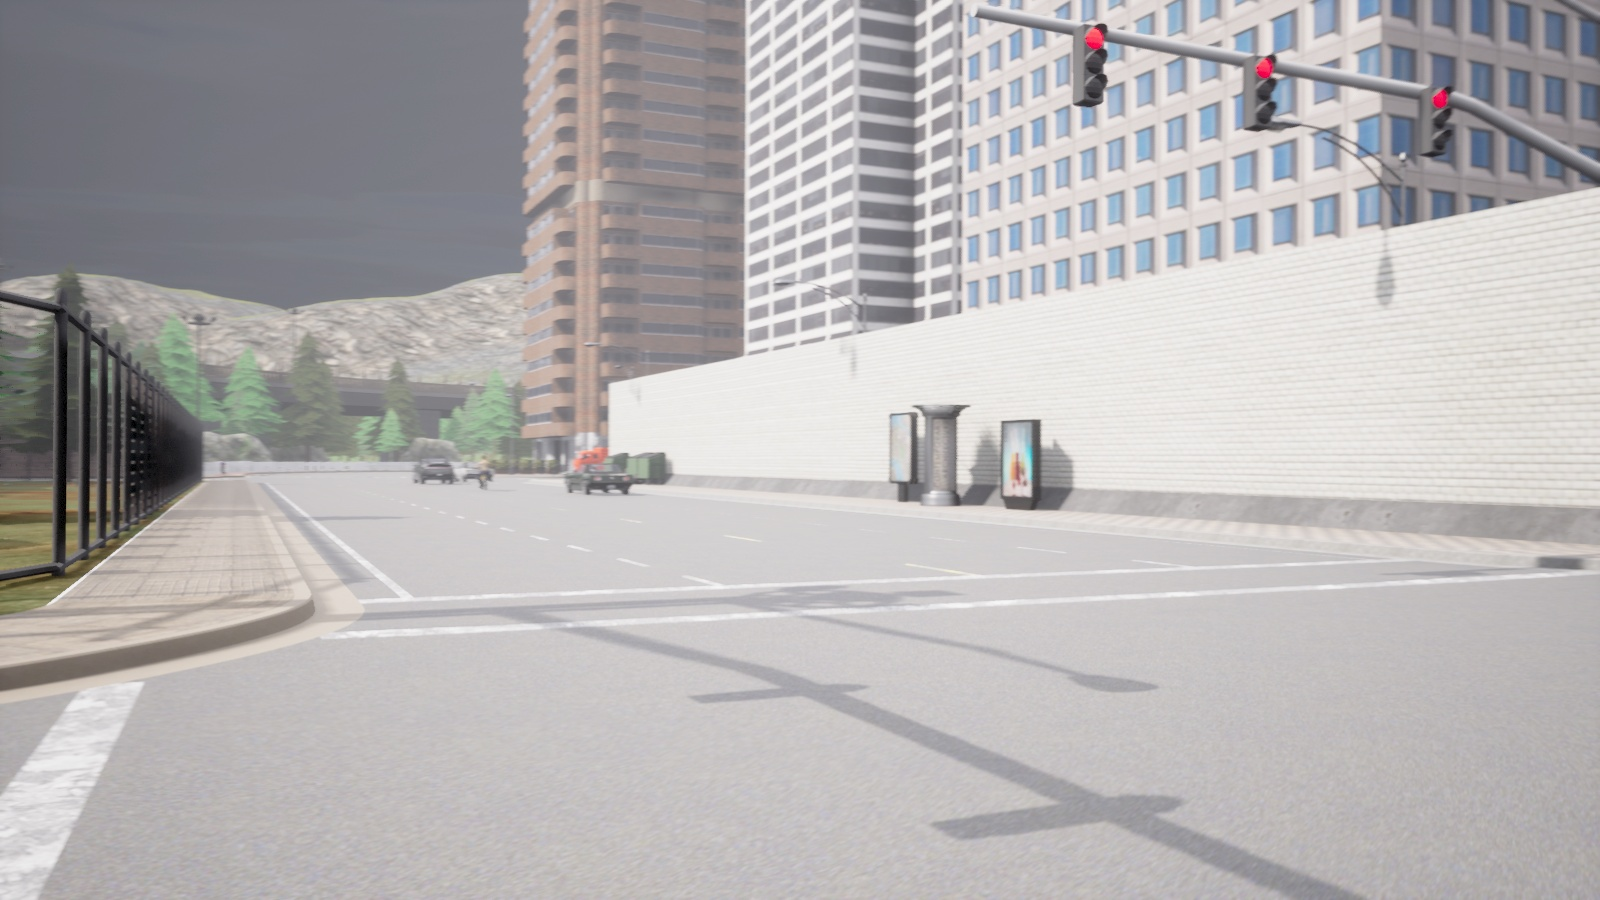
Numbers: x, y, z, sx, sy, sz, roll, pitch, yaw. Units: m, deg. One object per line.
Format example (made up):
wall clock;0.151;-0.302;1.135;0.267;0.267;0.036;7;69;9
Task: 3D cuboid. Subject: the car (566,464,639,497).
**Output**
car;-8.381;1.243;53.002;1.895;1.301;4.718;0;-1;-24

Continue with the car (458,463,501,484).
car;-20.596;1.502;80.528;1.895;1.301;4.718;0;-1;-24

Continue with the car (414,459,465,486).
car;-20.822;1.252;72.410;2.128;1.511;4.902;0;-1;-24
